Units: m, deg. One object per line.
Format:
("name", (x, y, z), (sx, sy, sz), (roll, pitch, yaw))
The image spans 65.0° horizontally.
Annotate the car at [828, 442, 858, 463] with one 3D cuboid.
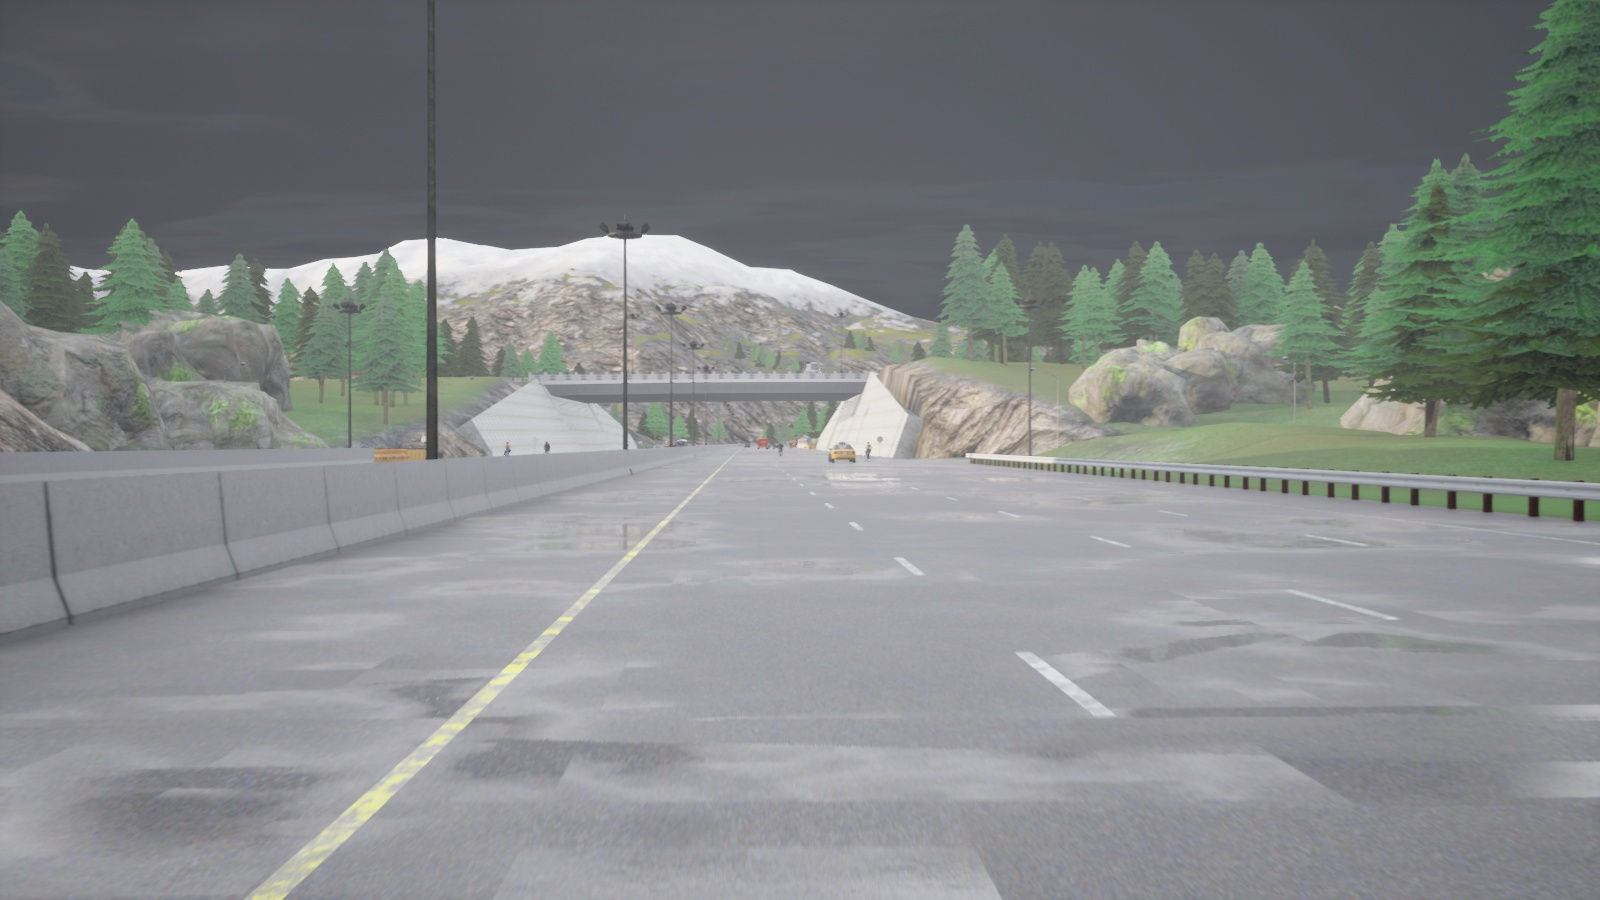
("car", (3.208, 0.155, 94.385), (1.801, 1.575, 5.366), (0, 0, -2))
